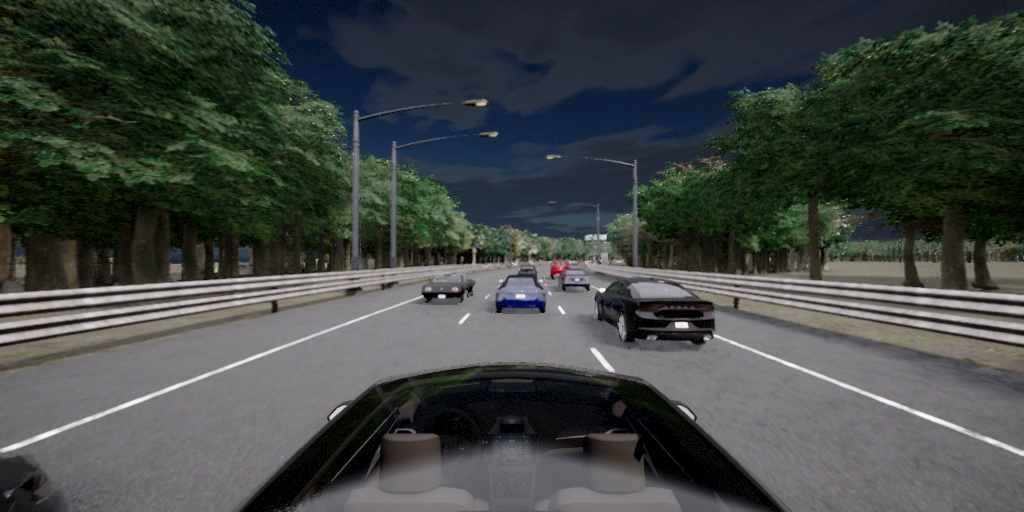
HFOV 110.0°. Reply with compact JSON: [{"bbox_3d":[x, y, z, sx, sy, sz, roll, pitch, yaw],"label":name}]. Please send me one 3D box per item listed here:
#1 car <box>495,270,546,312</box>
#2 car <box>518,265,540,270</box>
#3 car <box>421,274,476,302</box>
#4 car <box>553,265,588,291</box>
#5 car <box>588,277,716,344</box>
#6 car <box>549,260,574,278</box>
[{"bbox_3d":[0.380,1.470,15.169,1.994,1.385,4.181,0,-1,2],"label":"car"},{"bbox_3d":[1.633,1.652,35.841,1.837,1.490,4.892,0,-1,5],"label":"car"},{"bbox_3d":[-3.018,1.537,18.139,1.895,1.301,4.718,0,-1,2],"label":"car"},{"bbox_3d":[4.207,1.570,24.795,2.033,1.411,5.357,0,-1,4],"label":"car"},{"bbox_3d":[3.615,1.330,10.001,1.882,1.535,5.008,0,-1,1],"label":"car"},{"bbox_3d":[5.446,1.425,40.438,2.150,2.045,5.566,0,-1,6],"label":"car"}]
